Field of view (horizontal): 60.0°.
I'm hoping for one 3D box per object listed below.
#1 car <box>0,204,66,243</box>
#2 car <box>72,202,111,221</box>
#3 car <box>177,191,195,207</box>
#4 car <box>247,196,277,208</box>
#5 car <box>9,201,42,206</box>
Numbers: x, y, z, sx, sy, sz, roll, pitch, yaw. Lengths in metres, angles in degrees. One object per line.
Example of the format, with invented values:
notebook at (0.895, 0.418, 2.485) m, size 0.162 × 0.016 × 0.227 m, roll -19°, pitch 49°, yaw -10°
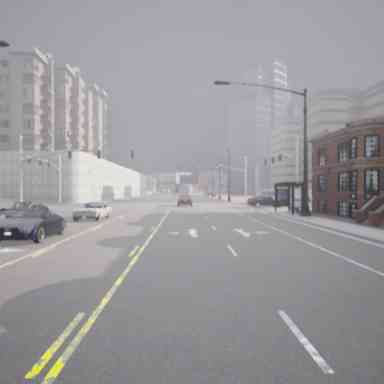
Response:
car at (-7.421, 1.487, 15.389) m, size 1.994 × 1.385 × 4.181 m, roll 0°, pitch 0°, yaw 0°
car at (-7.641, 1.472, 25.660) m, size 1.895 × 1.301 × 4.718 m, roll 0°, pitch 0°, yaw -1°
car at (-0.993, 1.112, 47.445) m, size 2.097 × 1.767 × 4.553 m, roll 0°, pitch 0°, yaw -1°
car at (9.771, 1.277, 44.021) m, size 4.892 × 1.490 × 1.837 m, roll 1°, pitch 0°, yaw -8°
car at (-11.068, 1.382, 21.875) m, size 2.128 × 1.511 × 4.902 m, roll 0°, pitch 0°, yaw -1°
